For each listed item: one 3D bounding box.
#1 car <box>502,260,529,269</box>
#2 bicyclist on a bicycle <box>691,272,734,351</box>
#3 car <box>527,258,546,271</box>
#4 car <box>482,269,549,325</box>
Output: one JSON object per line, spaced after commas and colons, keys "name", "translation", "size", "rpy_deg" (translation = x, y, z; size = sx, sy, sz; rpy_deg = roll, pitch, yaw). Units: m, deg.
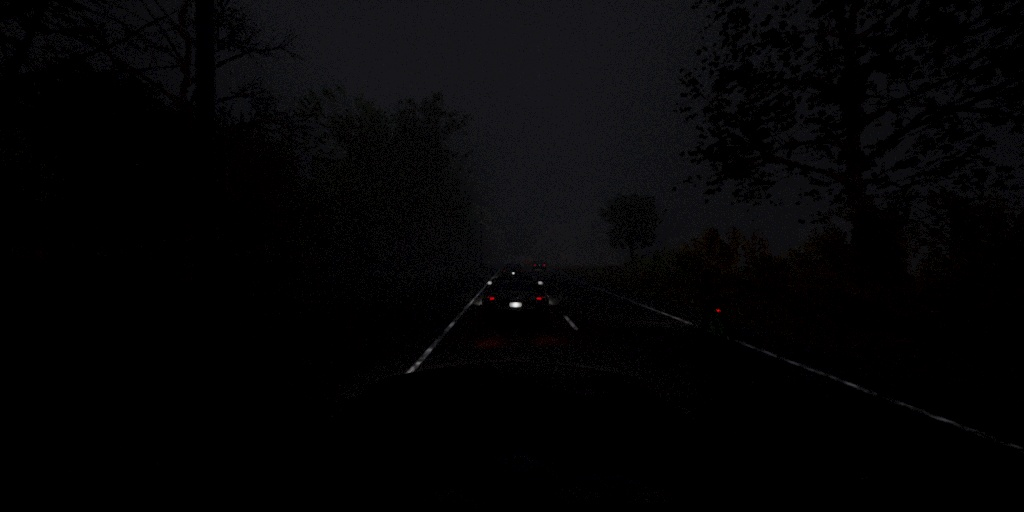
{"name": "car", "translation": [0.104, 1.293, 29.393], "size": [1.994, 1.385, 4.181], "rpy_deg": [0, 0, 0]}
{"name": "bicyclist on a bicycle", "translation": [4.468, 1.198, 8.046], "size": [0.582, 1.620, 1.656], "rpy_deg": [0, 0, 0]}
{"name": "car", "translation": [3.607, 1.263, 49.271], "size": [2.033, 1.411, 5.357], "rpy_deg": [0, 0, 0]}
{"name": "car", "translation": [0.100, 1.306, 11.814], "size": [1.994, 1.385, 4.181], "rpy_deg": [0, 0, 0]}
